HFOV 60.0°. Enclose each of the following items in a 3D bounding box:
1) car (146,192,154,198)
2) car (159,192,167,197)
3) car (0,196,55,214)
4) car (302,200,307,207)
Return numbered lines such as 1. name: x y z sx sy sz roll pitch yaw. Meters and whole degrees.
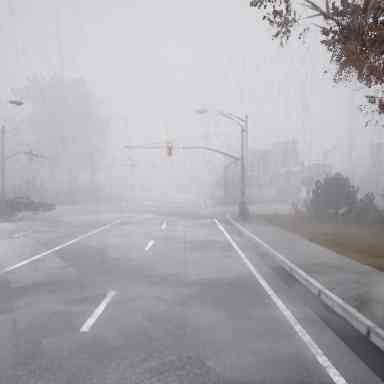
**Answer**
1. car: -11.040 0.705 87.805 1.812 1.442 4.674 0 1 -3
2. car: -7.548 0.730 88.048 1.994 1.385 4.181 0 1 -3
3. car: -15.798 1.193 32.010 5.008 1.535 1.882 0 0 -3
4. car: 13.719 1.205 33.681 4.902 1.511 2.128 0 0 -3
